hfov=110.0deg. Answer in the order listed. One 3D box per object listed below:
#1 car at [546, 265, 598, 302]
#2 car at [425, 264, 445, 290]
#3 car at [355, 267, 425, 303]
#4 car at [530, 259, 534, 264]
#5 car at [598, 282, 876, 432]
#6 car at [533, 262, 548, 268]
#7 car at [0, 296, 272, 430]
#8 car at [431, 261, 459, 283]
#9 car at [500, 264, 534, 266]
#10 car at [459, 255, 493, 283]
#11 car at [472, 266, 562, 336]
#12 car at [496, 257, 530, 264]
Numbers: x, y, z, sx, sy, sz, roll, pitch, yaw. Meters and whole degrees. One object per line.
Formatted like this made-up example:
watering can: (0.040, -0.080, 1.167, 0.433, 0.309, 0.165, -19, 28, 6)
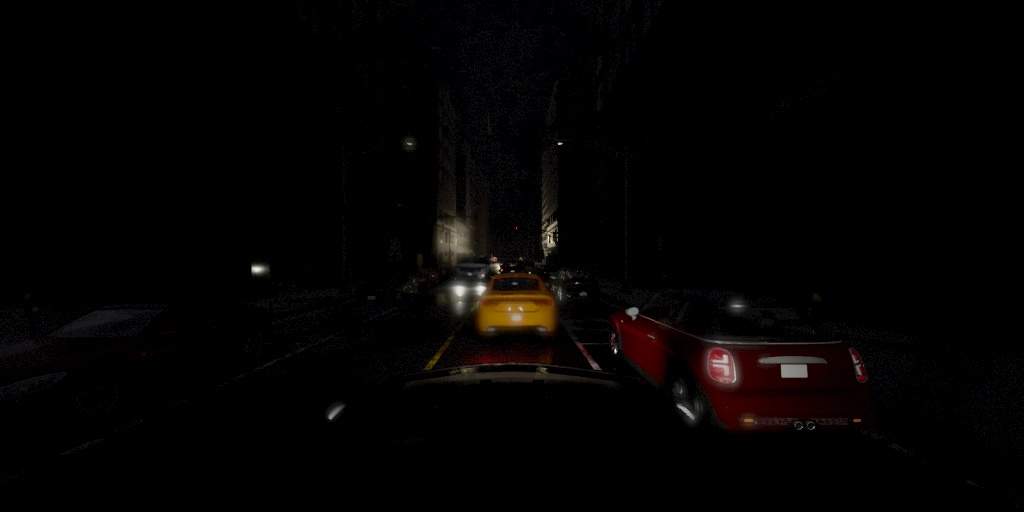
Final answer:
car: (2.887, 1.301, 16.575, 2.007, 1.370, 4.403, 0, 0, 0)
car: (-5.627, 1.333, 22.094, 1.802, 1.307, 4.207, 0, 0, 0)
car: (-5.638, 1.316, 16.593, 1.948, 1.339, 4.313, 0, 0, 0)
car: (3.023, 1.231, 64.666, 1.967, 1.591, 4.097, 0, 0, 0)
car: (2.865, 1.190, 5.572, 1.967, 1.591, 4.097, 0, 0, 0)
car: (2.910, 1.318, 27.577, 1.948, 1.339, 4.313, 0, 0, 0)
car: (-5.661, 1.332, 5.590, 1.802, 1.307, 4.207, 0, 0, 0)
car: (-5.615, 1.192, 27.595, 1.967, 1.591, 4.097, 0, 0, 0)
car: (0.137, 1.315, 19.449, 1.994, 1.385, 4.181, 0, 0, 0)
car: (-2.947, 0.959, 28.179, 2.150, 2.045, 5.566, 0, 0, 0)
car: (0.115, 1.228, 10.460, 1.882, 1.535, 5.008, 0, 0, 0)
car: (0.085, 1.105, 28.181, 2.097, 1.767, 4.553, 0, 0, 1)
